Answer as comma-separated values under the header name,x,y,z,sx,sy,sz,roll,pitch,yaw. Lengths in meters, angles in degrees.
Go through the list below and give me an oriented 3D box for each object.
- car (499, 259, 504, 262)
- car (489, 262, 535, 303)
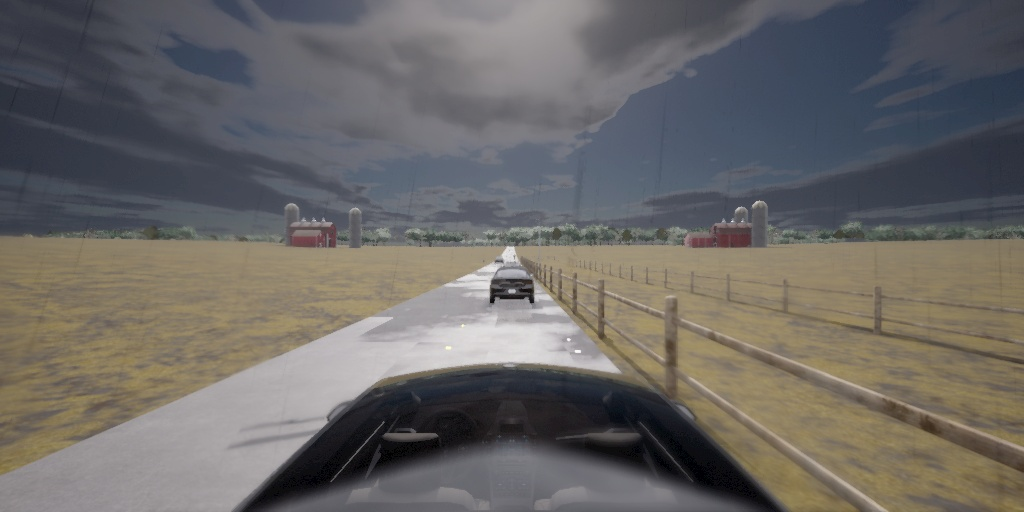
name,x,y,z,sx,sy,sz,roll,pitch,yaw
car,0.000,1.250,31.500,1.837,1.490,4.892,0,0,0
car,0.000,1.227,16.500,1.882,1.535,5.008,0,0,0
